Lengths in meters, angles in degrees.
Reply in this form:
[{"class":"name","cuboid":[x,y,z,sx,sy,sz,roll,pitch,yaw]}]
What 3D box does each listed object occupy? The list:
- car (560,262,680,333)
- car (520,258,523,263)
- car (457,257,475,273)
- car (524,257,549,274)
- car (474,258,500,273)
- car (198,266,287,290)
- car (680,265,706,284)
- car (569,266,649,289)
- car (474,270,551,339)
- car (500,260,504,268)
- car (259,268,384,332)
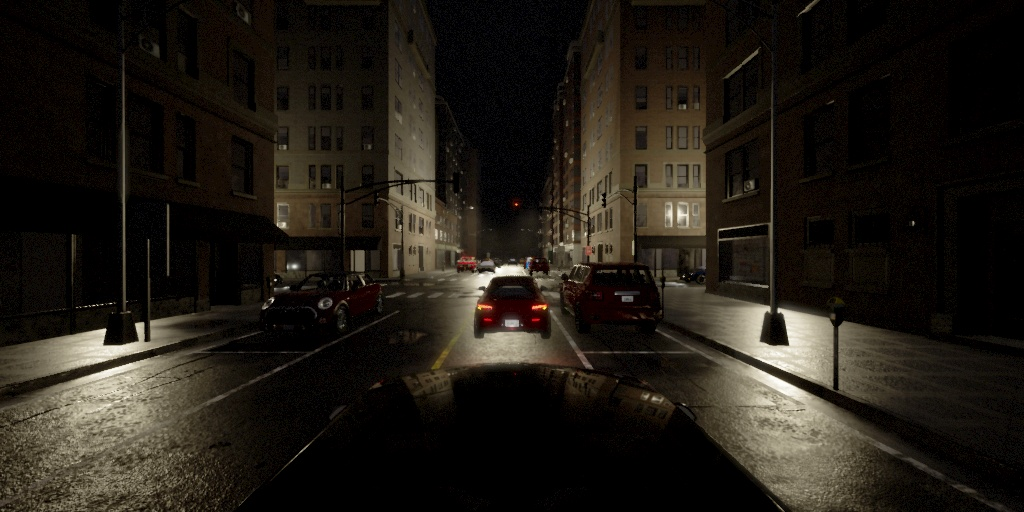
[{"class":"car","cuboid":[2.652,1.064,10.604,2.192,1.841,5.009,0,0,0]},{"class":"car","cuboid":[2.784,1.061,54.172,2.192,1.841,5.009,0,0,0]},{"class":"car","cuboid":[-5.342,1.062,43.178,2.192,1.841,5.009,0,0,0]},{"class":"car","cuboid":[2.766,1.063,37.660,2.192,1.841,5.009,0,0,0]},{"class":"car","cuboid":[-2.777,1.296,41.007,2.033,1.411,5.357,0,0,0]},{"class":"car","cuboid":[-17.077,1.362,22.858,4.181,1.385,1.994,0,0,0]},{"class":"car","cuboid":[14.289,1.271,25.679,4.181,1.385,1.994,0,0,-1]},{"class":"car","cuboid":[6.075,1.331,22.789,4.718,1.301,1.895,0,0,12]},{"class":"car","cuboid":[0.021,1.276,9.960,1.812,1.442,4.674,0,0,1]},{"class":"car","cuboid":[-2.737,1.347,56.752,1.895,1.301,4.718,0,0,0]},{"class":"car","cuboid":[-5.373,1.190,10.619,1.967,1.591,4.097,0,0,0]}]
